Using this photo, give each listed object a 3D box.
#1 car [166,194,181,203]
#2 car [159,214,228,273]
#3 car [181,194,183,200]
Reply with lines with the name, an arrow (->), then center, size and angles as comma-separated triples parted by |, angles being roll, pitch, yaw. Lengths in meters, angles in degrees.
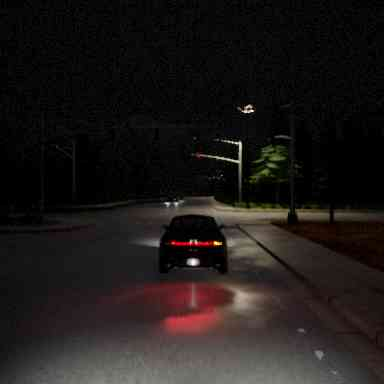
car -> -3.521, 1.217, 60.190 | 1.837, 1.490, 4.892 | 0, 0, 1
car -> 0.050, 1.449, 10.483 | 1.837, 1.490, 4.892 | 0, 0, 1
car -> -3.149, 1.167, 76.744 | 1.895, 1.301, 4.718 | 0, 0, 2
